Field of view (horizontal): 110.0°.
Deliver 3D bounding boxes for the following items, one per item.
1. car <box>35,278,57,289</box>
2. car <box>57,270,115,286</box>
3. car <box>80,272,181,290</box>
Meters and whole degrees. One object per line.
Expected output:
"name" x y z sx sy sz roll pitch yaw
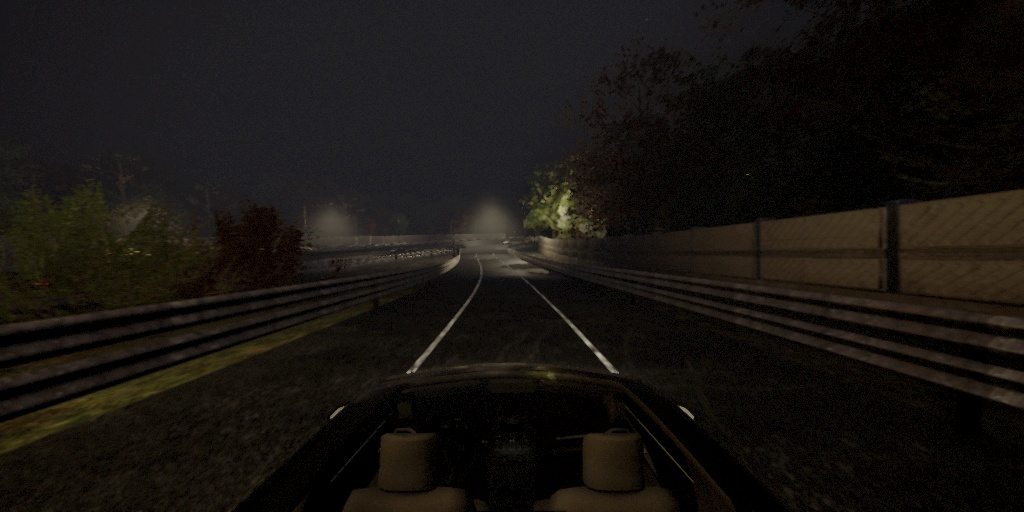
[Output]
"car" -36.917 2.096 30.872 1.895 1.301 4.718 1 4 18
"car" -33.570 1.896 29.825 2.097 1.767 4.553 1 4 18
"car" -30.200 2.135 28.883 2.033 1.411 5.357 1 4 18
